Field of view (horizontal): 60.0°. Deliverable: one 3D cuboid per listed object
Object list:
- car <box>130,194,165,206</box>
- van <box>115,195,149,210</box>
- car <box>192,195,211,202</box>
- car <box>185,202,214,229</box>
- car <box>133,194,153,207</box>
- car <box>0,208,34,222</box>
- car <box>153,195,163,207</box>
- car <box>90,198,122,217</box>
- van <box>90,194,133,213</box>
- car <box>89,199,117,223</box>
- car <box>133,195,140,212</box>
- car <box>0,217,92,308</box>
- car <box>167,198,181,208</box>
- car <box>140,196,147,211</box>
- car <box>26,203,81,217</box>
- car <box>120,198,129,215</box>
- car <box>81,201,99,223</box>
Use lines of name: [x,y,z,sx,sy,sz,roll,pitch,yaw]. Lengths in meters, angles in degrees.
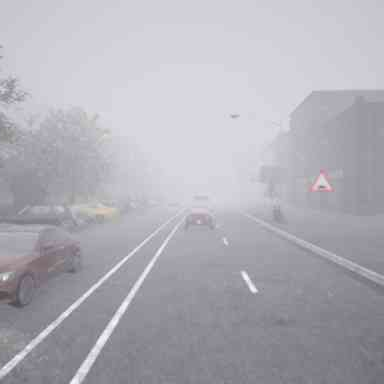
car: [-7.778,1.380,58.132,5.566,2.045,2.435,-1,0,-18]
van: [-8.310,1.424,46.275,4.442,1.987,1.878,-1,0,-18]
car: [1.133,1.378,40.566,2.150,2.045,5.566,0,0,2]
car: [0.495,1.653,22.594,1.812,1.442,4.674,0,0,2]
car: [-8.343,1.399,43.348,5.566,2.045,2.435,-1,0,-18]
car: [-9.315,1.615,13.709,4.674,1.452,2.002,-1,-1,-19]
car: [-7.809,1.635,52.304,5.366,1.575,1.946,-1,0,-18]
car: [-9.049,1.633,28.502,5.366,1.575,1.946,-1,0,-18]
van: [-8.756,1.420,34.440,4.442,1.987,1.878,-1,0,-18]
car: [-8.805,1.621,25.650,5.366,1.575,1.946,-1,-1,-18]
car: [-8.565,1.523,37.433,4.553,1.767,2.185,-1,0,-18]
car: [-4.176,1.582,8.197,1.812,1.442,4.674,0,0,1]
car: [-2.740,1.700,52.152,2.033,1.411,5.357,0,0,3]
car: [-8.431,1.649,40.404,5.008,1.535,2.097,-1,0,-18]
car: [-9.142,1.478,19.658,4.553,1.767,2.185,-1,0,-19]
car: [-8.785,1.670,31.509,4.792,1.488,2.163,-1,0,-18]
car: [-9.088,1.617,22.621,4.892,1.521,2.231,-1,-1,-18]
